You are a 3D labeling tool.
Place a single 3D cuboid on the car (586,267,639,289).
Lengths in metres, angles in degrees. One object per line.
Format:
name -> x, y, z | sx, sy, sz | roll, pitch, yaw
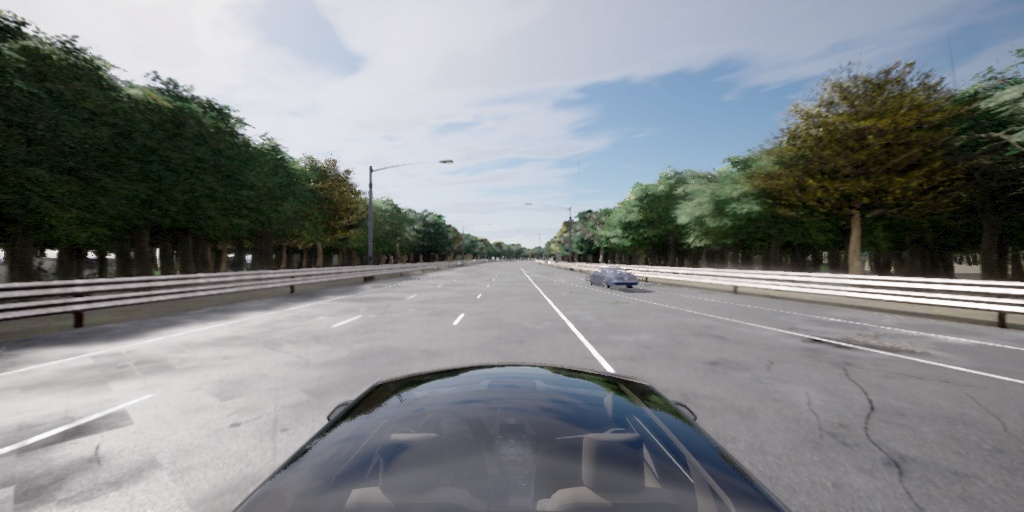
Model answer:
car -> 6.885, 1.493, 25.166 | 2.033, 1.411, 5.357 | 0, 0, -8
